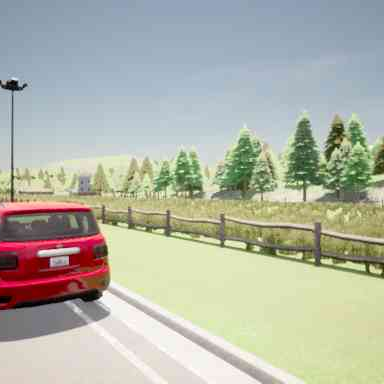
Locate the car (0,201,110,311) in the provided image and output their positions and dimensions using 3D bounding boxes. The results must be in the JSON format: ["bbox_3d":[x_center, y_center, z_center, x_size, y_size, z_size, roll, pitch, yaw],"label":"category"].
[{"bbox_3d":[-3.772,1.222,7.545,2.150,2.045,5.566,0,0,-37],"label":"car"}]
